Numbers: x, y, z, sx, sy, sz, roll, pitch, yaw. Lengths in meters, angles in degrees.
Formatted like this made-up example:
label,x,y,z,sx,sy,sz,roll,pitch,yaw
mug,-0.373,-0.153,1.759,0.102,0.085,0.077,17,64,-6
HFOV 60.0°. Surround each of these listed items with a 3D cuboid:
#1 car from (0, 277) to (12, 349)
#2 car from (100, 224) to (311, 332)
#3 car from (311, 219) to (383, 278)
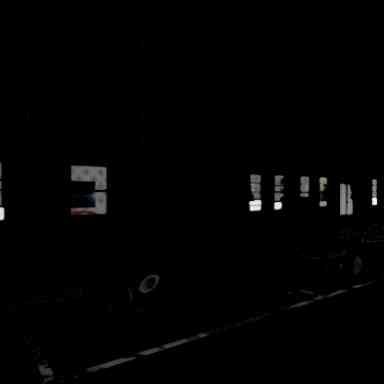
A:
label,x,y,z,sx,sy,sz,roll,pitch,yaw
car,-4.370,1.552,3.444,4.403,1.369,2.008,0,0,-35
car,0.266,1.437,6.748,4.097,1.590,1.967,0,0,-35
car,4.902,1.542,10.051,4.403,1.369,2.008,0,0,-35
